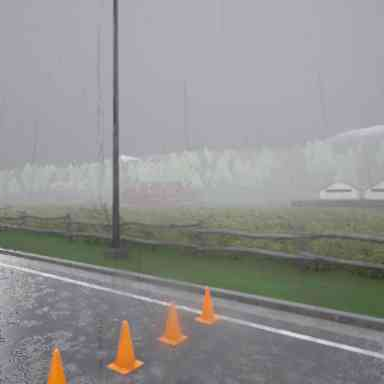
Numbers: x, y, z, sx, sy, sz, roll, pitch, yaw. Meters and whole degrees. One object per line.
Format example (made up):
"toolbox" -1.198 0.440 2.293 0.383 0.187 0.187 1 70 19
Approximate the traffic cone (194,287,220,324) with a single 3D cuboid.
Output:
"traffic cone" 0.273 2.020 6.040 0.340 0.580 0.340 -1 -1 36

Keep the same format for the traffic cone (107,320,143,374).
"traffic cone" -0.889 2.007 4.413 0.340 0.580 0.340 -1 -1 36

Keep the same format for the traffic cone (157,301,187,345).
"traffic cone" -0.308 2.013 5.227 0.340 0.580 0.340 -1 -1 36

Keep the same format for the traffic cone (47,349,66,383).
"traffic cone" -1.470 2.000 3.599 0.340 0.580 0.340 -1 -1 36
